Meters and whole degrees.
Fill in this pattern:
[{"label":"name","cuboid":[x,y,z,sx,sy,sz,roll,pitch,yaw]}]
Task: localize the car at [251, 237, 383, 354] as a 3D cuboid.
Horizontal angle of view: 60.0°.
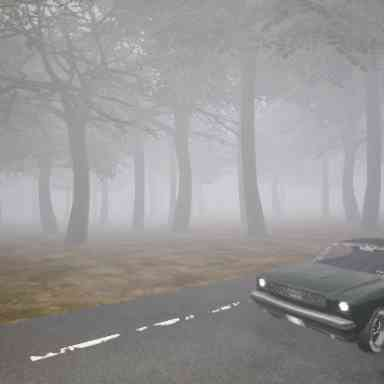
[{"label":"car","cuboid":[3.335,1.605,6.239,4.718,1.301,1.895,0,0,-35]}]
